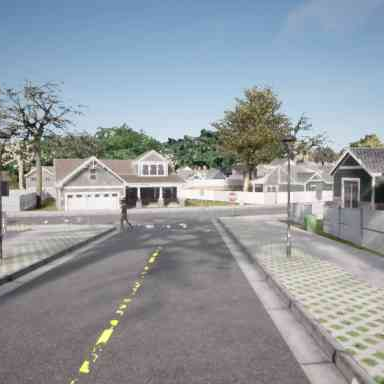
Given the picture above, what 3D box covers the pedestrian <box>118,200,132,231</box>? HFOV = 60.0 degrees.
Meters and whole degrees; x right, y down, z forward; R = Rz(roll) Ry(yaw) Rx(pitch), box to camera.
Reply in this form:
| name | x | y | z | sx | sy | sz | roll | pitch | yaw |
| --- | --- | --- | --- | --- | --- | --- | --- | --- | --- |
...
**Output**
| name | x | y | z | sx | sy | sz | roll | pitch | yaw |
| --- | --- | --- | --- | --- | --- | --- | --- | --- | --- |
| pedestrian | -3.856 | 1.275 | 18.884 | 0.375 | 1.860 | 0.375 | -3 | 3 | 0 |
